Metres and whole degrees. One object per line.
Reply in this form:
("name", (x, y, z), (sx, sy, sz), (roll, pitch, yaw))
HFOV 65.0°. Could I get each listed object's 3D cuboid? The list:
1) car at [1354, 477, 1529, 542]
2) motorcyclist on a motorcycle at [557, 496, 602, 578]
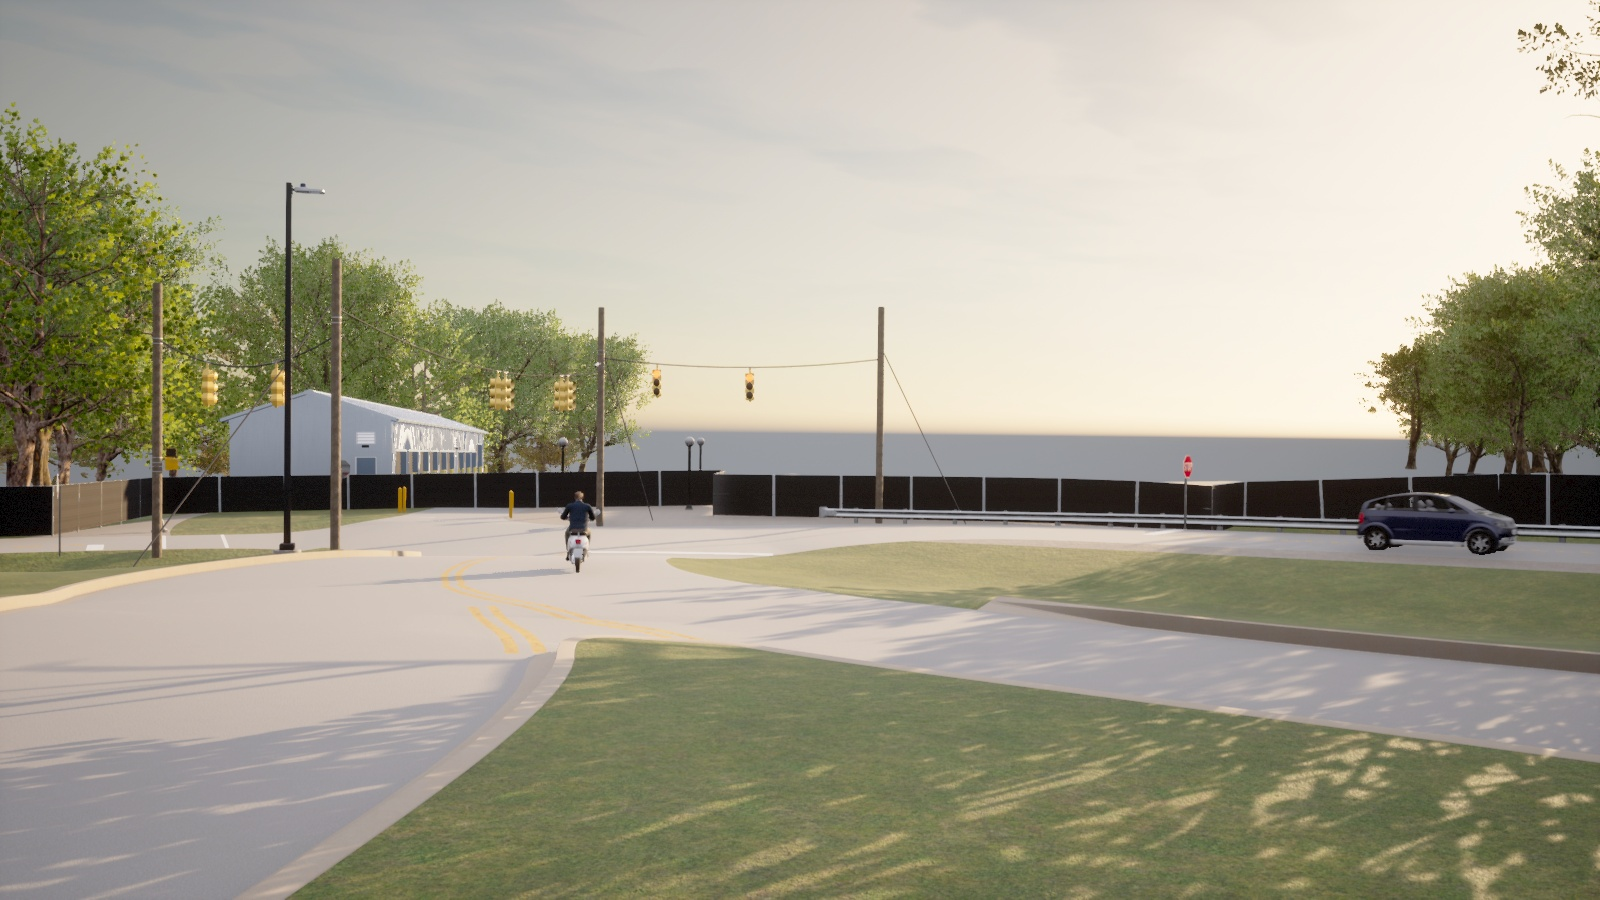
("car", (16.822, 1.537, 33.006), (3.705, 1.549, 1.789), (-2, 0, 42))
("motorcyclist on a motorcycle", (-4.444, 1.726, 25.370), (0.866, 1.590, 1.817), (0, -2, -10))
